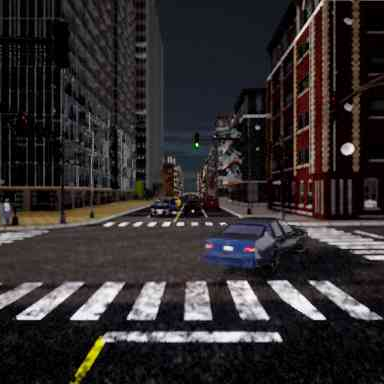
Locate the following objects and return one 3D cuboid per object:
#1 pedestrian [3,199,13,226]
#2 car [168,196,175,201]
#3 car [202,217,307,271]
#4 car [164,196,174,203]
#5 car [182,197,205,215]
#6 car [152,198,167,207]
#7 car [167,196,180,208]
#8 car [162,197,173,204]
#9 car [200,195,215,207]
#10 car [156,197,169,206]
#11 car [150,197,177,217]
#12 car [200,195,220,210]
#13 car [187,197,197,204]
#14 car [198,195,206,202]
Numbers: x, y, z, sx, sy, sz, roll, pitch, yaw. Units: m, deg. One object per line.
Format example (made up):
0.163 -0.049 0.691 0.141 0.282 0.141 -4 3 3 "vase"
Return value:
-12.350 1.327 22.334 0.375 1.860 0.375 0 1 -1 "pedestrian"
-5.453 1.817 88.887 1.802 1.307 4.206 0 0 0 "car"
2.310 1.541 11.049 2.033 1.411 5.357 -1 0 32 "car"
-5.370 1.645 77.699 1.967 1.590 4.097 0 0 0 "car"
0.097 1.595 34.604 1.837 1.490 4.892 0 0 0 "car"
-5.321 1.696 55.329 2.008 1.369 4.403 0 0 0 "car"
-2.821 1.634 41.614 1.812 1.442 4.674 0 0 0 "car"
-5.323 1.740 72.108 2.008 1.369 4.403 0 0 0 "car"
2.559 1.460 55.331 2.192 1.841 5.009 0 0 0 "car"
-5.322 1.705 60.922 1.887 1.381 4.507 0 0 0 "car"
-2.846 1.575 31.986 2.128 1.511 4.902 0 0 0 "car"
2.560 1.431 44.145 2.192 1.841 5.009 0 0 0 "car"
-0.007 1.742 71.845 1.994 1.385 4.181 0 0 0 "car"
2.686 1.670 86.901 1.967 1.590 4.097 0 0 0 "car"
